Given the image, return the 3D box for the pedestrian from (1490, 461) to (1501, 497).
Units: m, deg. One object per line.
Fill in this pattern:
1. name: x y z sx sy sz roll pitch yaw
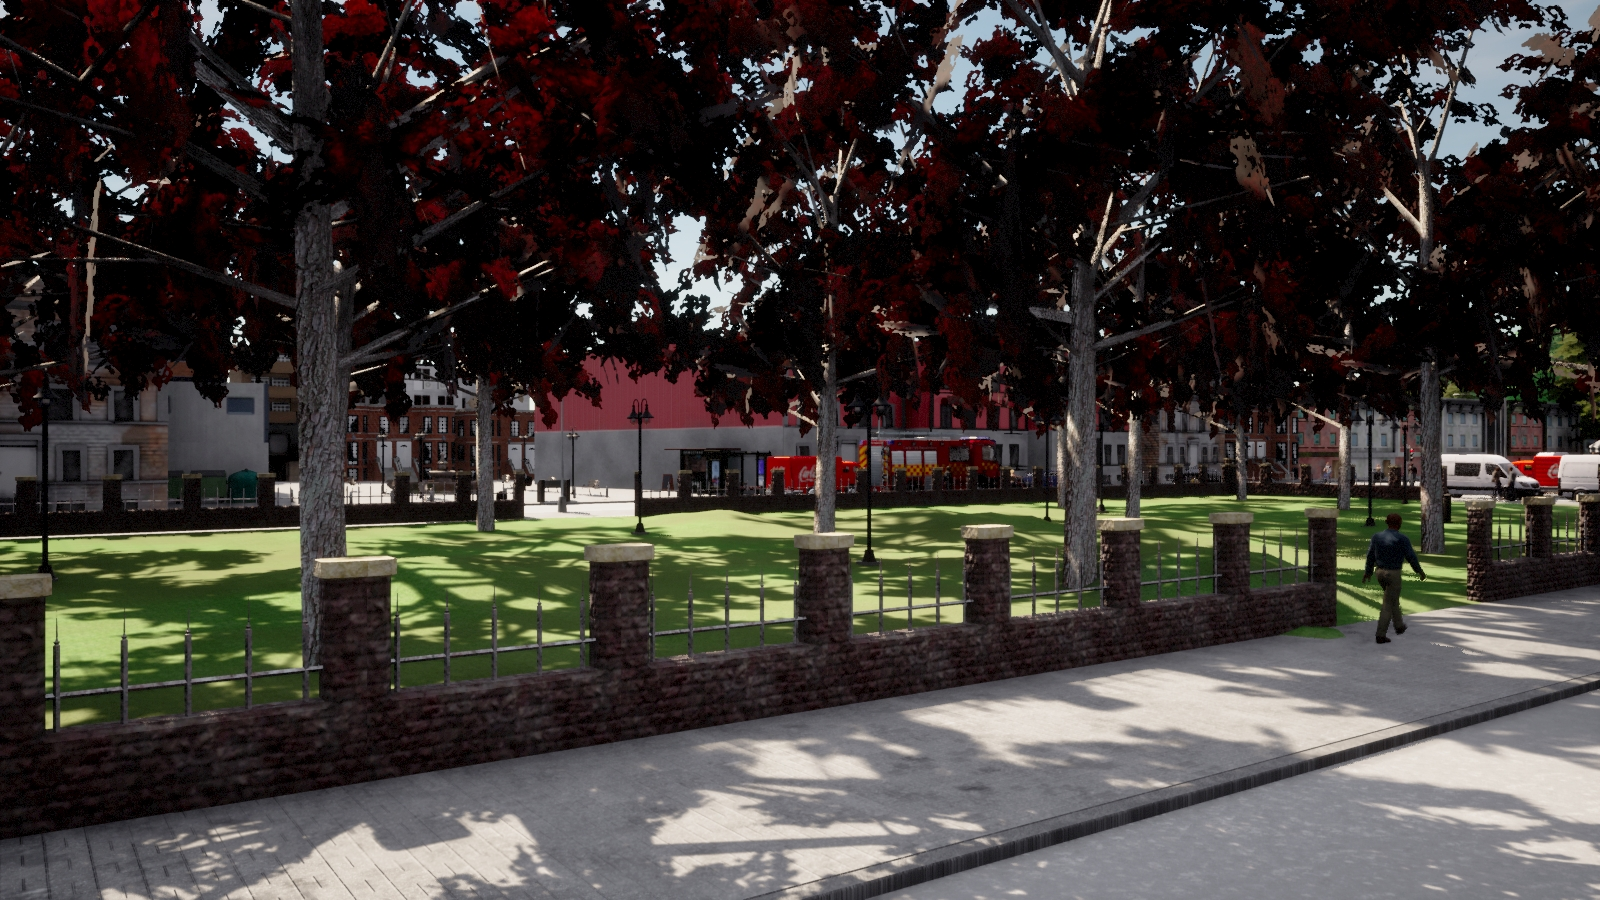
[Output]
1. pedestrian: 36.188 1.523 59.429 0.375 1.860 0.375 0 0 -42

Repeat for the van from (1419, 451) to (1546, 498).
1. van: 38.735 1.314 65.046 1.988 2.561 5.915 0 0 -34

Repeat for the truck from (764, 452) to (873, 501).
1. truck: 0.982 1.348 60.339 5.204 2.467 2.627 0 0 -35

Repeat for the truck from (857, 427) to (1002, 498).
1. truck: 7.473 0.671 65.186 8.468 3.827 2.891 0 0 -35

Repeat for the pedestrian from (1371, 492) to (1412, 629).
1. pedestrian: 8.247 1.525 15.933 0.375 1.860 0.375 0 0 -30

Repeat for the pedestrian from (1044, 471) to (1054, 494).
1. pedestrian: 13.844 1.804 63.459 0.375 1.300 0.375 0 0 -35

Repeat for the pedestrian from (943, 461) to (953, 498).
1. pedestrian: 7.686 1.524 59.180 0.375 1.860 0.375 0 0 -26

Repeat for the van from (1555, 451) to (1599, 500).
1. van: 42.801 1.314 59.145 1.988 2.561 5.915 0 0 -34

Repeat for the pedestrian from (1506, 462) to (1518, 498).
1. pedestrian: 36.628 1.525 58.805 0.375 1.860 0.375 0 0 -25

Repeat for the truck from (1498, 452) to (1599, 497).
1. truck: 43.313 1.345 65.355 2.627 2.467 5.204 0 0 -35

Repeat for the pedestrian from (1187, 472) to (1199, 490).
1. pedestrian: 24.306 1.906 70.583 0.500 1.100 0.500 0 0 -32

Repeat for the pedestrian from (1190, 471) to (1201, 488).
1. pedestrian: 25.371 1.907 73.353 0.500 1.100 0.500 0 0 -5
